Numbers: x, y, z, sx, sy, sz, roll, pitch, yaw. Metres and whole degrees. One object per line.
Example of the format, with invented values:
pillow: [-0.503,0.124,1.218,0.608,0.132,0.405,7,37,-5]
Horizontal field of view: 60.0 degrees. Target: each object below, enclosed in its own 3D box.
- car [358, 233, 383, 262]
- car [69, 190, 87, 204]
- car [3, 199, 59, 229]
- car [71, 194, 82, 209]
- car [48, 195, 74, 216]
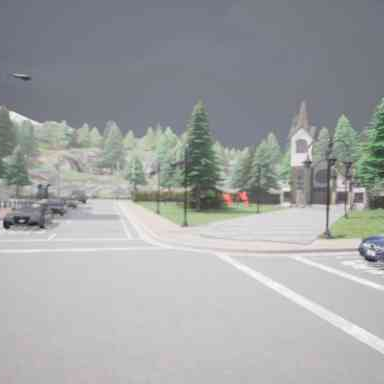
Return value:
car: [7.743,1.661,10.770,4.674,1.442,1.812,1,0,-15]
car: [-16.987,0.720,49.736,2.150,2.045,5.566,1,0,-13]
car: [-9.310,1.309,19.256,1.994,1.385,4.181,1,0,-13]
car: [-14.072,1.195,38.001,1.895,1.301,4.718,1,0,-14]
car: [-11.619,1.220,28.296,2.033,1.411,5.357,1,0,-14]
